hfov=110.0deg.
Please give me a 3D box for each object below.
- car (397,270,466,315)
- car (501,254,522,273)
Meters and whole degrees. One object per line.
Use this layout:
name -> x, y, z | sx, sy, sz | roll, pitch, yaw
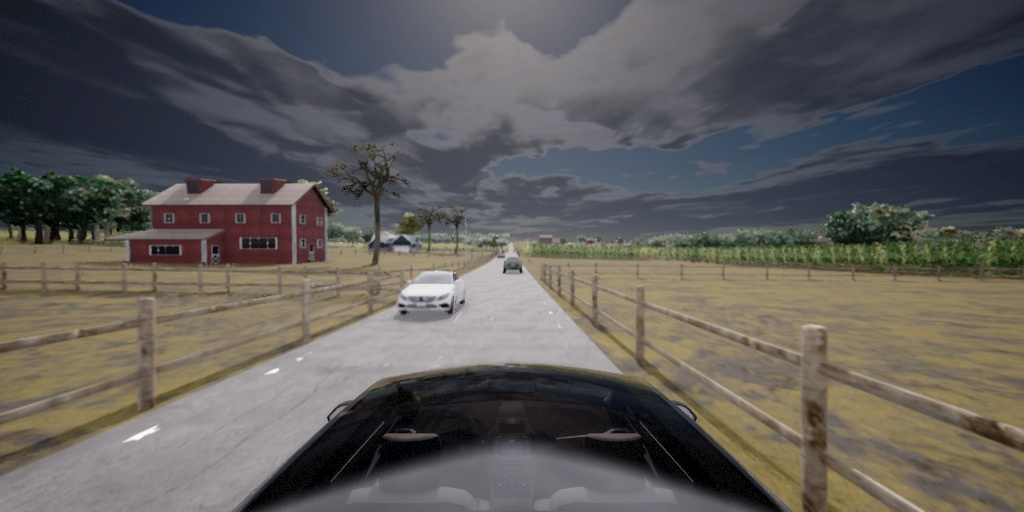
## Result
car -> -2.859, 1.272, 13.659 | 1.812, 1.442, 4.674 | 0, 0, 0
car -> 0.092, 0.913, 40.737 | 2.097, 1.767, 4.553 | 0, 1, 0
